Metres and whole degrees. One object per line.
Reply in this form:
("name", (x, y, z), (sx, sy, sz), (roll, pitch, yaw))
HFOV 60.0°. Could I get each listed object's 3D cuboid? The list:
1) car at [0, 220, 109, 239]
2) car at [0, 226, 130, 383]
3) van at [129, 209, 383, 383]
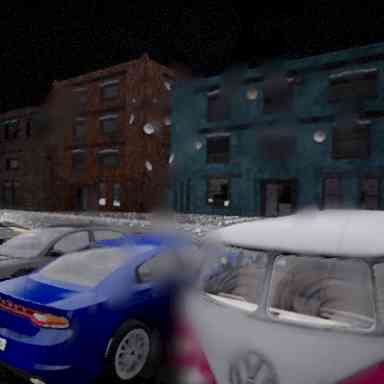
("car", (-2.879, 1.444, 7.204), (2.097, 1.535, 5.008), (0, 0, 35))
("car", (-0.619, 1.460, 5.580), (2.097, 1.535, 5.008), (0, 0, 35))
("van", (1.584, 1.250, 3.873), (1.878, 1.987, 4.442), (0, 0, 35))
